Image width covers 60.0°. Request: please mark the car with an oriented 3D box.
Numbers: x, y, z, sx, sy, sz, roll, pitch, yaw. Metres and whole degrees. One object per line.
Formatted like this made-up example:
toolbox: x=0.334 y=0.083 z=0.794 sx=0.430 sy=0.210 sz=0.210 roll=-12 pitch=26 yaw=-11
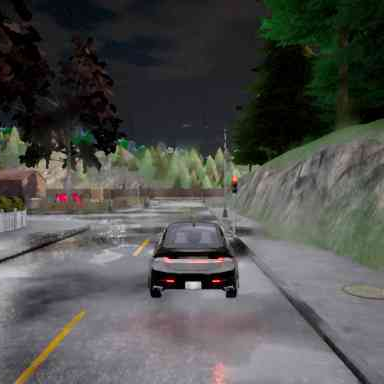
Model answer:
car: x=0.048 y=1.492 z=8.504 sx=2.128 sy=1.511 sz=4.902 roll=0 pitch=0 yaw=1
